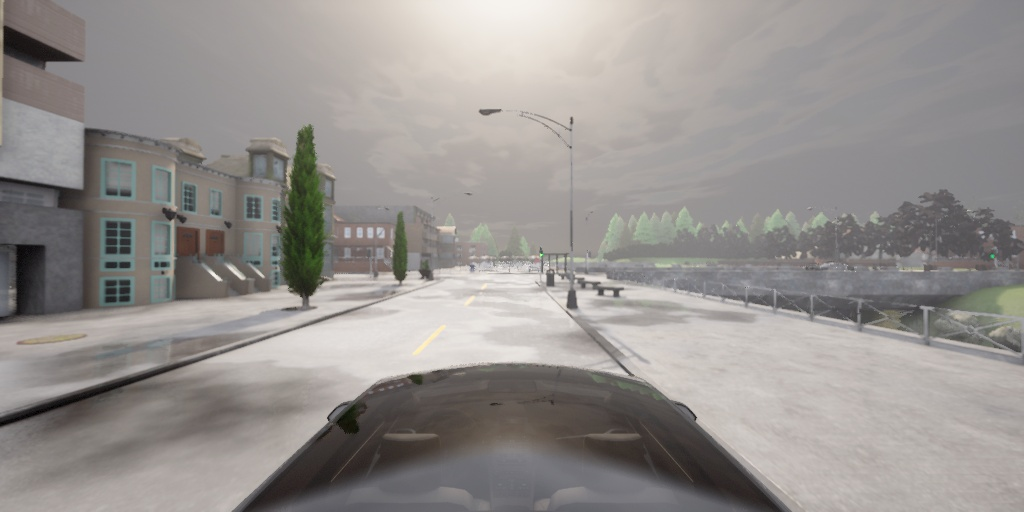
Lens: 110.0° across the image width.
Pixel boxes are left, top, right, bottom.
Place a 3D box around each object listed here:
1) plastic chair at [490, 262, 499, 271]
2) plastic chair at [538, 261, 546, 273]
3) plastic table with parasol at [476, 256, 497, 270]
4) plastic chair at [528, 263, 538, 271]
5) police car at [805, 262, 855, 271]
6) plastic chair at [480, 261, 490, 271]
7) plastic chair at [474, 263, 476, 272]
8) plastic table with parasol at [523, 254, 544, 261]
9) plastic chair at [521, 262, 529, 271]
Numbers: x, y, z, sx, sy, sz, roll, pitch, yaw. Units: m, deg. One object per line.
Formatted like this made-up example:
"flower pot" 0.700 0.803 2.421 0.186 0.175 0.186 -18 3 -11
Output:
"plastic chair" -2.960 1.823 59.785 0.730 1.272 0.750 0 0 0
"plastic chair" 4.840 1.816 58.985 0.730 1.272 0.750 0 0 0
"plastic table with parasol" -4.240 1.220 59.905 2.482 2.480 2.482 0 0 0
"plastic chair" 3.440 1.805 57.885 0.750 1.272 0.730 0 0 0
"police car" 38.901 1.517 44.001 5.238 1.638 1.930 0 -1 0
"plastic chair" -4.360 1.813 58.685 0.750 1.272 0.730 0 0 0
"plastic chair" -5.560 1.825 59.985 0.730 1.272 0.750 0 0 0
"plastic table with parasol" 3.580 1.213 59.155 2.482 2.480 2.482 0 0 0
"plastic chair" 2.240 1.818 59.185 0.730 1.272 0.750 0 0 0
